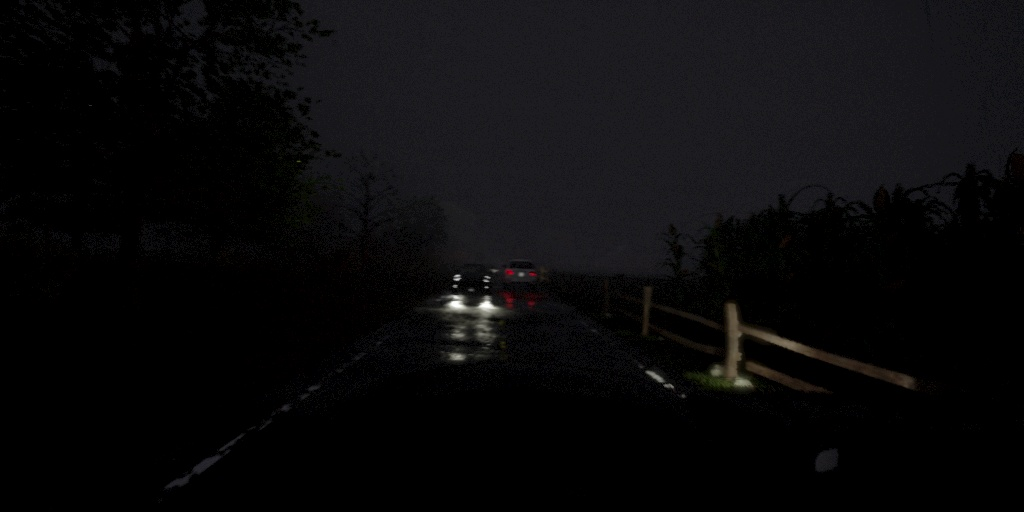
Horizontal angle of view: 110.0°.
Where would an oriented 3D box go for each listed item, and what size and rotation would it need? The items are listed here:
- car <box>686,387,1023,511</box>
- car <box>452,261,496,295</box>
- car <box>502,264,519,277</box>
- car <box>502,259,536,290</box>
[{"bbox_3d":[2.456,1.345,1.114,1.882,1.535,5.008,3,-1,-2],"label":"car"},{"bbox_3d":[-2.181,1.194,20.766,2.097,1.767,4.553,3,-1,-2],"label":"car"},{"bbox_3d":[-0.254,1.772,44.001,1.895,1.301,4.718,3,-1,-2],"label":"car"},{"bbox_3d":[0.514,1.258,26.087,2.150,2.045,5.566,3,0,-2],"label":"car"}]
